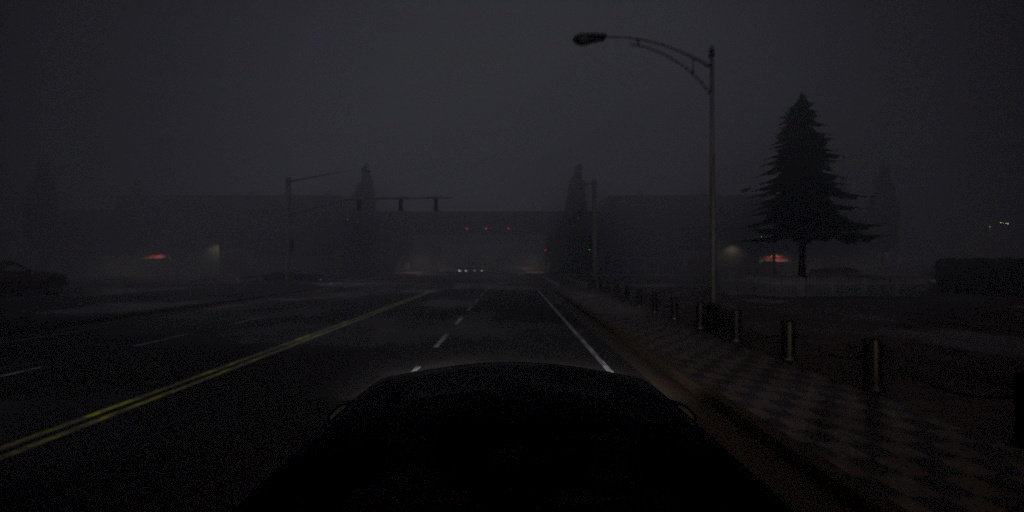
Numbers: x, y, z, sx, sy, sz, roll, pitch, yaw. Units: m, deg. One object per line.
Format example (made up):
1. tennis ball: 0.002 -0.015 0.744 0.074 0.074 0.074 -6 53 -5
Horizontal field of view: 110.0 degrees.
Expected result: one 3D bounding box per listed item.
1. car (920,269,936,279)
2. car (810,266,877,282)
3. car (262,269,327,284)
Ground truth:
1. car: 46.761 1.766 38.330 4.892 1.490 1.837 0 -1 0
2. car: 29.105 1.668 31.478 5.008 1.535 1.882 2 -1 1
3. car: -18.803 1.748 31.160 4.718 1.301 1.895 0 -1 2
